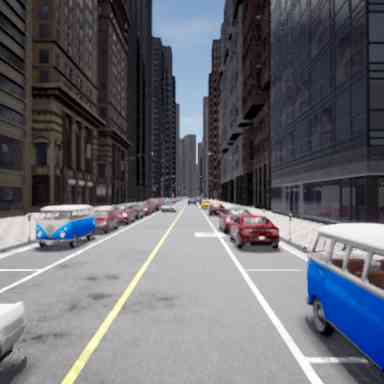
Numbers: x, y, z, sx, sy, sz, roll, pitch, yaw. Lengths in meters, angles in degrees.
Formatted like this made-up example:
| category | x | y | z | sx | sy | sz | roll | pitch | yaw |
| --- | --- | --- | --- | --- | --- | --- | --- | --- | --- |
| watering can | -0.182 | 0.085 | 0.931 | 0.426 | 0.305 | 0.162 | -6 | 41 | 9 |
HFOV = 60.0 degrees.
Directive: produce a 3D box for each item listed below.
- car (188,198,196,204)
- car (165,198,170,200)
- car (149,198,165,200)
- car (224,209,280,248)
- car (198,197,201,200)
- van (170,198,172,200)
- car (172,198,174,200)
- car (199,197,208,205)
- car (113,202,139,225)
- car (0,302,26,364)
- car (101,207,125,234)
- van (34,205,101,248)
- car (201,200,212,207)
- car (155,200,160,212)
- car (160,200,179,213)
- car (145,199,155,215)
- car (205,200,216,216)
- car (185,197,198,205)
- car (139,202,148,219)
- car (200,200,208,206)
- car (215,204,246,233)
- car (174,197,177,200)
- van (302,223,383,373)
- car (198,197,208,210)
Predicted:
| category | x | y | z | sx | sy | sz | roll | pitch | yaw |
| --- | --- | --- | --- | --- | --- | --- | --- | --- | --- |
| car | 0.056 | 2.477 | 89.906 | 2.128 | 1.511 | 4.902 | 0 | -1 | 0 |
| car | -5.722 | 1.995 | 60.268 | 2.192 | 1.841 | 5.009 | 0 | -1 | 0 |
| car | -5.729 | 1.867 | 49.066 | 2.192 | 1.841 | 5.009 | 0 | -1 | 0 |
| car | 2.775 | 1.720 | 15.460 | 1.887 | 1.381 | 4.507 | 0 | -1 | 0 |
| car | 2.810 | 2.251 | 71.478 | 1.967 | 1.590 | 4.097 | 0 | -1 | 0 |
| van | -5.715 | 2.151 | 71.470 | 1.690 | 1.788 | 3.998 | 0 | -1 | 0 |
| car | -5.712 | 2.399 | 76.899 | 1.752 | 1.417 | 4.829 | 0 | -1 | 0 |
| car | 2.817 | 2.258 | 82.682 | 2.192 | 1.841 | 5.009 | 0 | -1 | 0 |
| car | -5.743 | 1.740 | 26.659 | 1.967 | 1.590 | 4.097 | 0 | -1 | 0 |
| car | -3.100 | 1.626 | 2.112 | 1.895 | 1.301 | 4.718 | 0 | -1 | 0 |
| car | -5.747 | 1.819 | 21.055 | 1.802 | 1.307 | 4.206 | 0 | -1 | 0 |
| van | -5.750 | 1.515 | 15.457 | 1.690 | 1.788 | 3.998 | 0 | -1 | 0 |
| car | 2.806 | 2.296 | 65.874 | 2.008 | 1.369 | 4.403 | 0 | -1 | 0 |
| car | -5.733 | 2.054 | 43.461 | 1.947 | 1.339 | 4.313 | 0 | -1 | 0 |
| car | -3.064 | 2.096 | 44.090 | 1.895 | 1.301 | 4.718 | 0 | -1 | 0 |
| car | -5.736 | 1.866 | 37.861 | 1.967 | 1.590 | 4.097 | 0 | -1 | 0 |
| car | 2.789 | 1.971 | 37.866 | 1.887 | 1.381 | 4.507 | 0 | -1 | 0 |
| car | 0.046 | 2.034 | 73.261 | 2.097 | 1.767 | 4.553 | 0 | -1 | 0 |
| car | -5.740 | 1.928 | 32.259 | 1.947 | 1.339 | 4.313 | 0 | -1 | 0 |
| car | 2.813 | 2.459 | 77.078 | 1.802 | 1.307 | 4.206 | 0 | -1 | 0 |
| car | 2.779 | 1.678 | 21.062 | 1.967 | 1.590 | 4.097 | 0 | -1 | 0 |
| car | -5.705 | 2.449 | 88.274 | 1.967 | 1.590 | 4.097 | 0 | -1 | 0 |
| van | 2.769 | 1.391 | 4.257 | 1.690 | 1.788 | 3.998 | 0 | -1 | 0 |
| car | 2.384 | 2.075 | 54.713 | 1.801 | 1.575 | 5.366 | 0 | -1 | 0 |
